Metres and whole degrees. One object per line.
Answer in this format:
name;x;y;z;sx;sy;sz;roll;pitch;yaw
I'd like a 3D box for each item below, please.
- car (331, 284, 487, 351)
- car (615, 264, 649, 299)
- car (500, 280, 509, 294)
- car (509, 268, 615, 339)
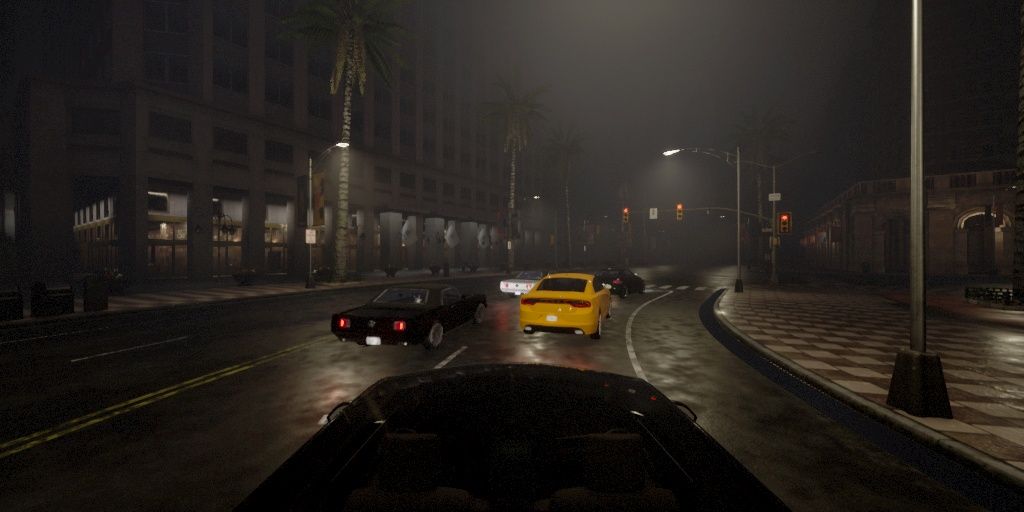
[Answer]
car;-2.138;1.351;9.092;1.895;1.301;4.718;0;0;14
car;5.367;1.314;18.408;1.994;1.385;4.181;0;0;36
car;1.498;1.351;17.644;1.895;1.301;4.718;0;0;34
car;1.725;1.228;10.265;1.882;1.535;5.008;0;0;20
